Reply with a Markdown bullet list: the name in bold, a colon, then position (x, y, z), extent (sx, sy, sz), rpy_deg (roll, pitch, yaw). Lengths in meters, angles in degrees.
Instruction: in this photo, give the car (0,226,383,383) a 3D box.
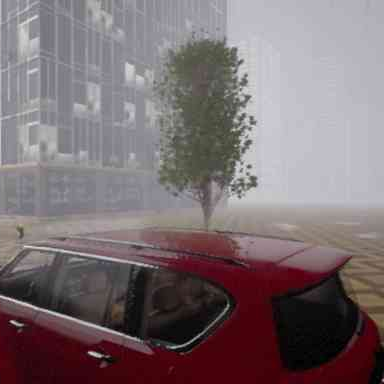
- **car**: position (-0.794, 1.298, 3.456), extent (5.009, 1.841, 2.192), rpy_deg (0, 0, 35)
